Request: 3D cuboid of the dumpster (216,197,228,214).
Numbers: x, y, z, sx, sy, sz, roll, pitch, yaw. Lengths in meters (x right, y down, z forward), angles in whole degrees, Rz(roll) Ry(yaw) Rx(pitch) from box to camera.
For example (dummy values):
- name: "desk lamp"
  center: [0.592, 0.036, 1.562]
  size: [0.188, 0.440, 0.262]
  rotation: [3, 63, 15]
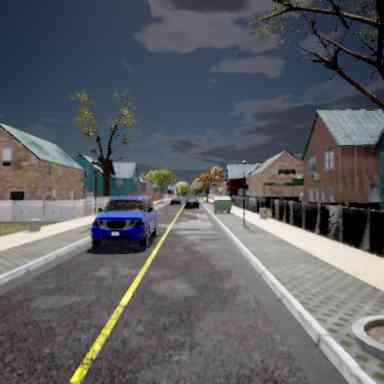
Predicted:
- name: "dumpster"
  center: [2.987, 1.358, 33.753]
  size: [1.020, 1.700, 1.940]
  rotation: [-1, -1, 0]

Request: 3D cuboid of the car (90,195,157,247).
- name: "car"
  center: [-2.852, 1.194, 15.149]
  size: [2.150, 2.045, 5.566]
  rotation: [0, 0, 0]

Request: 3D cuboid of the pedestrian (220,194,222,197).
- name: "pedestrian"
  center: [3.005, 1.104, 34.780]
  size: [0.375, 1.860, 0.375]
  rotation: [1, -1, -2]

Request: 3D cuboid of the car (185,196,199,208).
- name: "car"
  center: [0.024, 1.531, 46.066]
  size: [1.994, 1.385, 4.181]
  rotation: [0, 0, 1]

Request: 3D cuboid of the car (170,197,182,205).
- name: "car"
  center: [-2.798, 1.582, 57.342]
  size: [1.895, 1.301, 4.718]
  rotation: [0, 0, 1]

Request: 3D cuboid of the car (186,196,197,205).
- name: "car"
  center: [-0.009, 1.486, 57.487]
  size: [1.837, 1.490, 4.892]
  rotation: [0, 0, 0]
